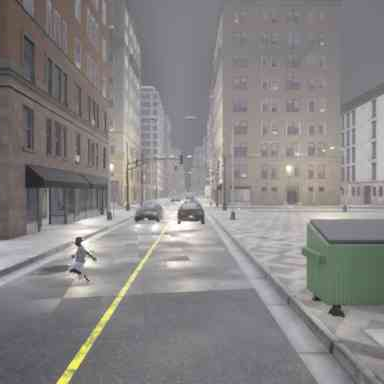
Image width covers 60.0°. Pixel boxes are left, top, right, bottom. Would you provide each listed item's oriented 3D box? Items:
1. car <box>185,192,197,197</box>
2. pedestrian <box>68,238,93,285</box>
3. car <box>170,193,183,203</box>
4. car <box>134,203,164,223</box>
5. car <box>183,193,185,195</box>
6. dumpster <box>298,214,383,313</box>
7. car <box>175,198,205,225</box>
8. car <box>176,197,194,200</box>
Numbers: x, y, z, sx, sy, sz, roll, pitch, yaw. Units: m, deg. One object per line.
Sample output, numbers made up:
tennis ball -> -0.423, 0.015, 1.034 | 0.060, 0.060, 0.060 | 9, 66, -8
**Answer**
car -> -0.521, 1.339, 86.568 | 2.097, 1.767, 4.553 | 0, 0, 0
pedestrian -> -2.662, 1.293, 7.983 | 0.375, 1.860, 0.375 | 0, 0, -5
car -> -3.414, 1.466, 68.679 | 1.882, 1.535, 5.008 | 0, 0, 0
car -> -3.227, 1.544, 26.001 | 2.033, 1.411, 5.357 | 0, 0, 0
car -> -3.511, 1.525, 84.966 | 2.033, 1.411, 5.357 | 0, 0, 0
dumpster -> 3.093, 1.395, 7.150 | 1.020, 1.700, 1.940 | 0, 0, 0
car -> -0.073, 1.474, 24.366 | 1.882, 1.535, 5.008 | 0, 0, 0
car -> -0.098, 1.542, 34.713 | 2.033, 1.411, 5.357 | 0, 0, 5
